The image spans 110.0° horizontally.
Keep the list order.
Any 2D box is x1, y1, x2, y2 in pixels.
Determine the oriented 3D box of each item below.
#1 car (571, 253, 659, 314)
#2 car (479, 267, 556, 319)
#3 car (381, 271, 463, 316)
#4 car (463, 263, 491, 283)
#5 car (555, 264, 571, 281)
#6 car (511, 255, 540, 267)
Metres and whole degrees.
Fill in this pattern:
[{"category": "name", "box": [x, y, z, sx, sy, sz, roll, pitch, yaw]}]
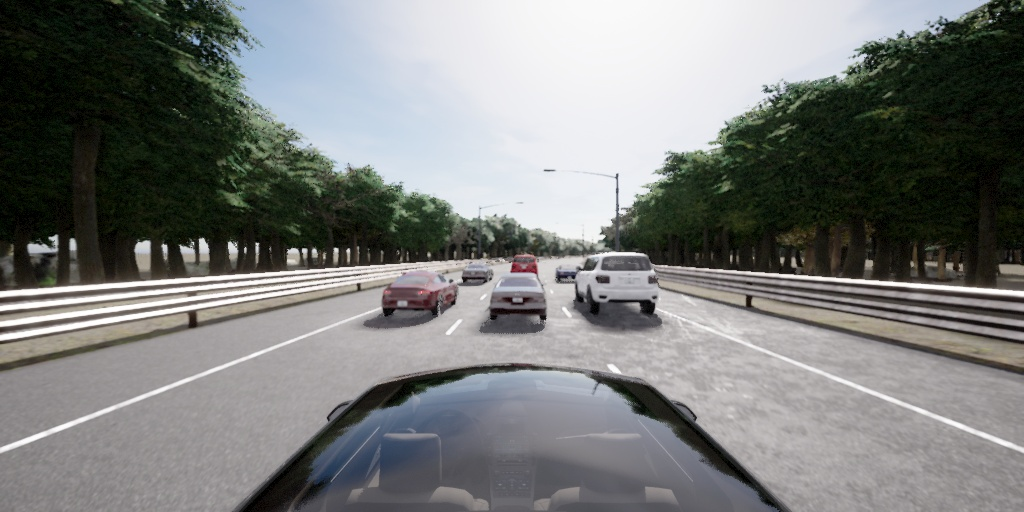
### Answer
[{"category": "car", "box": [3.806, 0.962, 13.900, 2.150, 2.045, 5.566, 0, -1, 3]}, {"category": "car", "box": [0.262, 1.296, 12.739, 2.033, 1.411, 5.357, 0, 0, 2]}, {"category": "car", "box": [-3.222, 1.271, 13.166, 1.812, 1.442, 4.674, 0, 0, 2]}, {"category": "car", "box": [-2.575, 1.280, 27.724, 2.033, 1.411, 5.357, 0, 0, 4]}, {"category": "car", "box": [4.581, 1.337, 29.638, 1.895, 1.301, 4.718, 0, 0, 4]}, {"category": "car", "box": [1.107, 0.956, 30.130, 2.150, 2.045, 5.566, 0, 0, 4]}]
